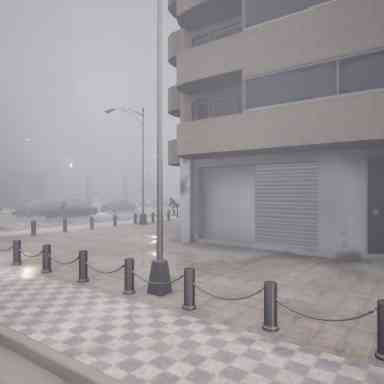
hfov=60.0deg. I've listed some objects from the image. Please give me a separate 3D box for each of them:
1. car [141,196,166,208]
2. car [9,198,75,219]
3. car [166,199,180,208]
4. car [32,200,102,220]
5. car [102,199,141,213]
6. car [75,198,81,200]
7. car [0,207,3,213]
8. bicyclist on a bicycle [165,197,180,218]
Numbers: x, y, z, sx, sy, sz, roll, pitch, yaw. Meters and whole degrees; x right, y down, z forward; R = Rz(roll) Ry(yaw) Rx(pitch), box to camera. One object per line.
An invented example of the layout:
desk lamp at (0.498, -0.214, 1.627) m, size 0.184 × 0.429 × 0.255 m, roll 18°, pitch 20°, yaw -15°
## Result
car at (-5.314, 1.296, 45.968) m, size 2.097 × 1.767 × 4.553 m, roll 0°, pitch 0°, yaw 35°
car at (-13.239, 1.436, 29.078) m, size 2.128 × 1.511 × 4.902 m, roll 0°, pitch 0°, yaw 36°
car at (-1.065, 1.508, 45.855) m, size 1.994 × 1.385 × 4.181 m, roll 0°, pitch 0°, yaw 36°
car at (-10.034, 1.545, 27.142) m, size 1.895 × 1.301 × 4.718 m, roll 0°, pitch 0°, yaw 35°
car at (-8.007, 1.508, 36.295) m, size 1.994 × 1.385 × 4.181 m, roll 0°, pitch 0°, yaw 36°
car at (-13.135, 1.449, 35.184) m, size 1.837 × 1.490 × 4.892 m, roll 0°, pitch 0°, yaw 36°
car at (-18.617, 1.545, 27.644) m, size 1.895 × 1.301 × 4.718 m, roll 0°, pitch 0°, yaw 36°
bicyclist on a bicycle at (-1.539, 1.246, 26.504) m, size 1.656 × 1.620 × 0.582 m, roll 0°, pitch 0°, yaw 36°
